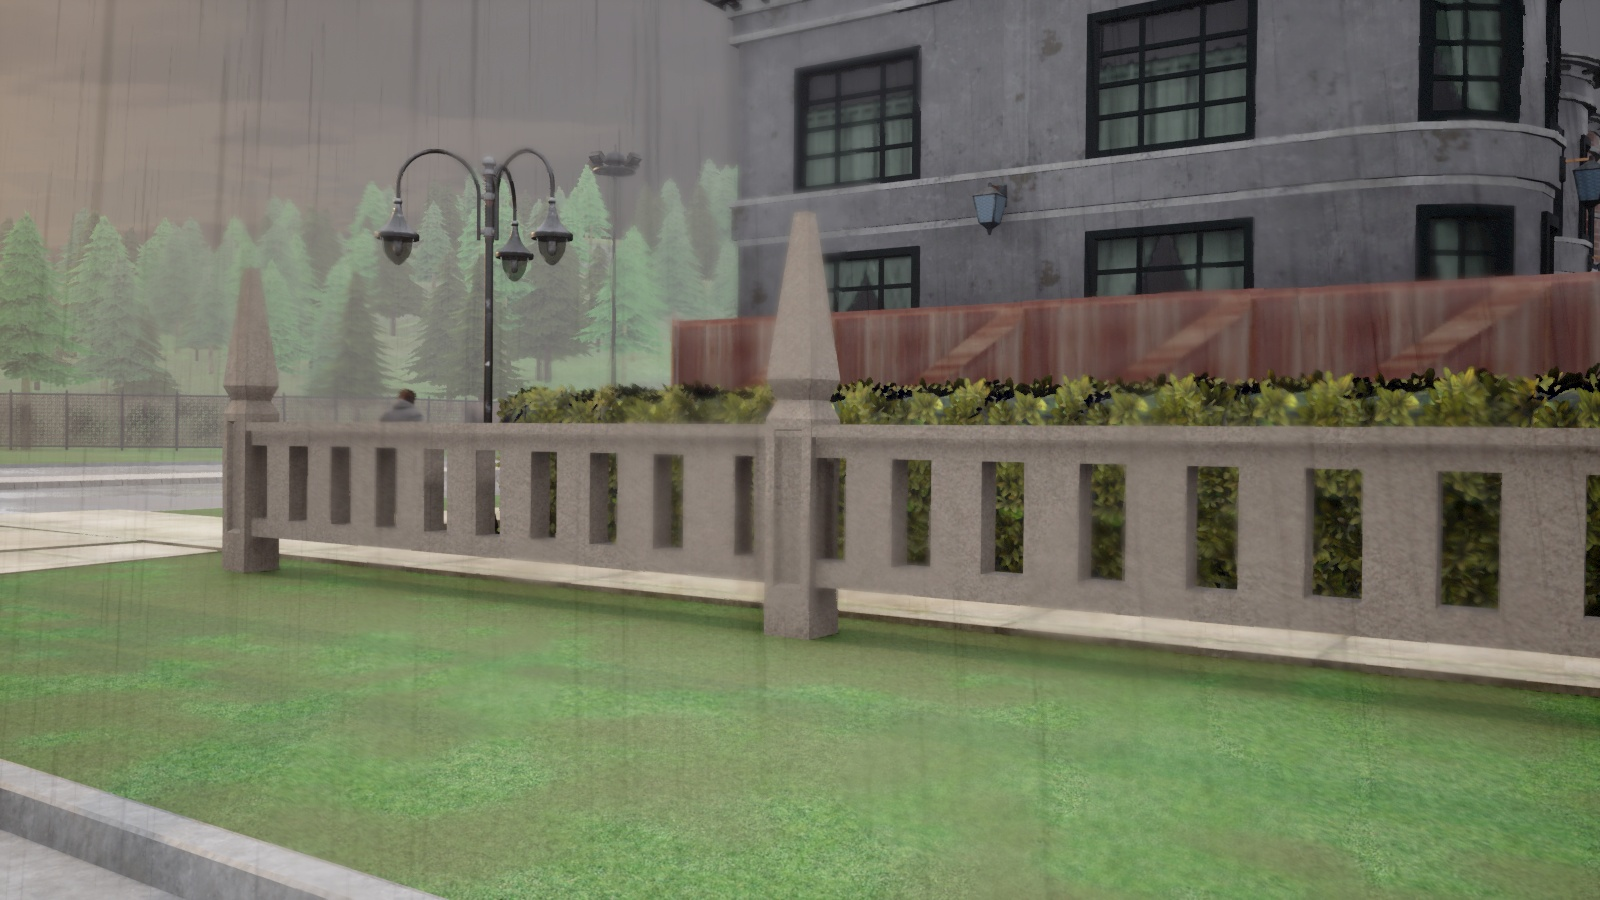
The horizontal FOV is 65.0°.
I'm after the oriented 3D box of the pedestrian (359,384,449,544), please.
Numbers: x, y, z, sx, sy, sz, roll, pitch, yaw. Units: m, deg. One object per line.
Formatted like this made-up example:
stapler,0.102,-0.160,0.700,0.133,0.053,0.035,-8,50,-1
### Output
pedestrian,-4.979,0.169,15.811,0.659,1.952,0.873,0,1,21
